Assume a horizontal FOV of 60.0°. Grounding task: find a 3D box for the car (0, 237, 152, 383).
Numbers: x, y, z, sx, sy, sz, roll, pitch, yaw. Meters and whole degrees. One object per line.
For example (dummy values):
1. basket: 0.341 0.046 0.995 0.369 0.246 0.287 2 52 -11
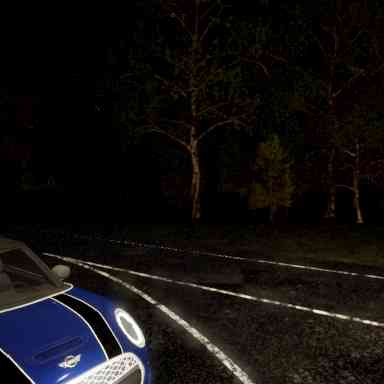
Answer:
1. car: -2.607 1.338 3.742 4.553 1.767 2.097 1 0 35
